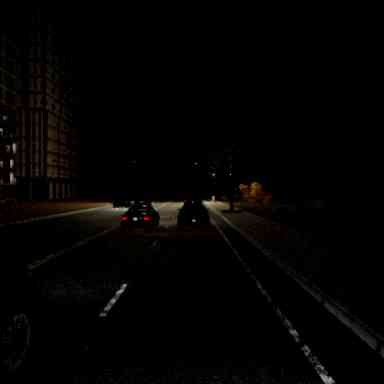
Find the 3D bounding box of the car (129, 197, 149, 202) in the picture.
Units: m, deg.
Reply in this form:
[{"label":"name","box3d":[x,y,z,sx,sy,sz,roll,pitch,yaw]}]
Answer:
[{"label":"car","box3d":[-6.587,1.510,44.054,1.837,1.490,4.892,0,0,0]}]

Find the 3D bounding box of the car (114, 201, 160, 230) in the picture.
[{"label":"car","box3d":[-3.150,1.550,21.028,2.033,1.411,5.357,0,0,0]}]

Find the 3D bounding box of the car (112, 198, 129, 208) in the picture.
[{"label":"car","box3d":[-9.830,1.569,46.871,1.994,1.385,4.181,0,0,0]}]

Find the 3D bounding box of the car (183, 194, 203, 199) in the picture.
[{"label":"car","box3d":[0.099,1.225,40.492,2.150,2.045,5.566,0,0,0]}]

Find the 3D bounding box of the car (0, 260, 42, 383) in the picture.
[{"label":"car","box3d":[-3.150,1.222,2.242,2.150,2.045,5.566,0,0,0]}]

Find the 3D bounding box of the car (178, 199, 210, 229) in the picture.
[{"label":"car","box3d":[0.100,1.480,21.503,1.882,1.535,5.008,0,0,0]}]
